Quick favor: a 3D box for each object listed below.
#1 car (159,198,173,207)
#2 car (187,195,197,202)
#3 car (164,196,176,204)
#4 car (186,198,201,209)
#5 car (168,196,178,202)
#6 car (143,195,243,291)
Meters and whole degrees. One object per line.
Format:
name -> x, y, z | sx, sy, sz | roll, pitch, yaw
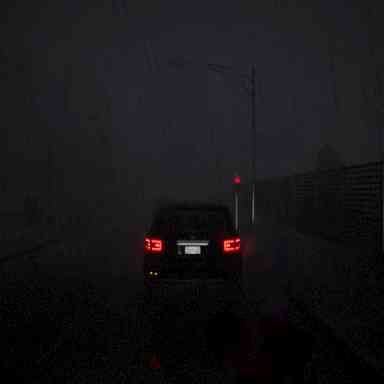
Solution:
car -> -4.147, 1.601, 53.565 | 1.895, 1.301, 4.718 | 0, 0, 0
car -> -0.083, 1.478, 77.229 | 1.882, 1.535, 5.008 | 0, 0, -4
car -> -4.117, 1.547, 63.327 | 2.033, 1.411, 5.357 | 0, 0, 0
car -> 0.135, 1.547, 46.863 | 2.033, 1.411, 5.357 | 0, 0, -1
car -> -4.074, 1.552, 73.313 | 1.994, 1.385, 4.181 | 0, 0, 0
car -> 0.034, 1.221, 9.132 | 2.150, 2.045, 5.566 | 0, 0, 0
